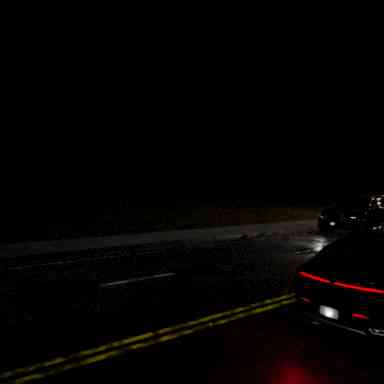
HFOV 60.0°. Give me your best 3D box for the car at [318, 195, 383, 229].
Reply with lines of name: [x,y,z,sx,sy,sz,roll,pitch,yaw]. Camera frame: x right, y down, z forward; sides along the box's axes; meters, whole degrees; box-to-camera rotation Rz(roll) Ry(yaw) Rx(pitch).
car: [9.282,1.223,18.266,5.566,2.045,2.150,0,0,-35]

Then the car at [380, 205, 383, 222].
car: [11.097,1.481,15.567,5.008,1.535,1.882,0,0,-35]

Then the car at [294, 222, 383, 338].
car: [3.970,1.505,6.262,4.892,1.490,1.837,0,0,-35]
